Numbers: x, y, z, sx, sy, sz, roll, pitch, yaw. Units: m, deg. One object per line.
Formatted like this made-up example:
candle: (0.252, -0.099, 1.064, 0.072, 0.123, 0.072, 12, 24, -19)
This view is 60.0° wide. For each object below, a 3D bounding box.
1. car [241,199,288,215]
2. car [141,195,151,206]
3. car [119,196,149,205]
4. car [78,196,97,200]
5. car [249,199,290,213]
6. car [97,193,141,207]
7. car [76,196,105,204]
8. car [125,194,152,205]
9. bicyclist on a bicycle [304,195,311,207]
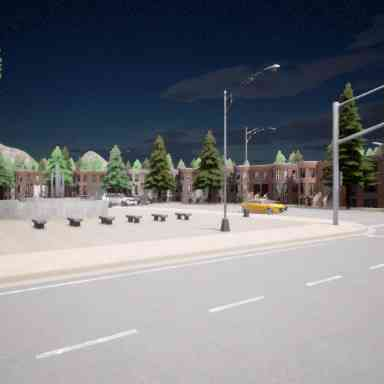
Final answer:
car: (7.308, 1.477, 34.225, 1.882, 1.535, 5.008, 0, 0, -37)
car: (-8.870, 1.524, 53.129, 4.674, 1.442, 1.812, 0, 0, 25)
car: (-10.071, 1.504, 57.567, 4.892, 1.490, 1.837, 0, 0, 22)
car: (-19.742, 1.547, 60.382, 5.357, 1.411, 2.033, 0, 0, 9)
car: (8.797, 1.563, 37.984, 1.994, 1.385, 4.181, 0, 0, -38)
car: (-11.082, 1.223, 50.361, 5.566, 2.045, 2.150, 0, 0, 24)
car: (-19.440, 1.491, 63.892, 4.902, 1.511, 2.128, 0, 0, 7)
car: (-9.826, 1.351, 61.188, 4.553, 1.767, 2.097, 0, 0, 21)
bicyclist on a bicycle: (16.257, 1.302, 46.652, 1.656, 1.620, 0.582, 0, 0, -37)
